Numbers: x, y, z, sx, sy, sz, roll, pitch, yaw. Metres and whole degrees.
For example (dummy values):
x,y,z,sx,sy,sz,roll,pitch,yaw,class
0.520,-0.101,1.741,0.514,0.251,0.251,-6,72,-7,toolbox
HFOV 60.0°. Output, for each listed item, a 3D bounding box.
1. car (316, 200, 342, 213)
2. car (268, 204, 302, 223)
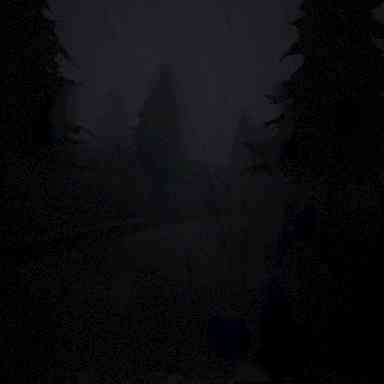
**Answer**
x,y,z,sx,sy,sz,roll,pitch,yaw,class
16.032,1.655,38.475,2.128,1.511,4.902,0,0,42,car
7.561,1.658,26.798,1.994,1.385,4.181,0,0,29,car
